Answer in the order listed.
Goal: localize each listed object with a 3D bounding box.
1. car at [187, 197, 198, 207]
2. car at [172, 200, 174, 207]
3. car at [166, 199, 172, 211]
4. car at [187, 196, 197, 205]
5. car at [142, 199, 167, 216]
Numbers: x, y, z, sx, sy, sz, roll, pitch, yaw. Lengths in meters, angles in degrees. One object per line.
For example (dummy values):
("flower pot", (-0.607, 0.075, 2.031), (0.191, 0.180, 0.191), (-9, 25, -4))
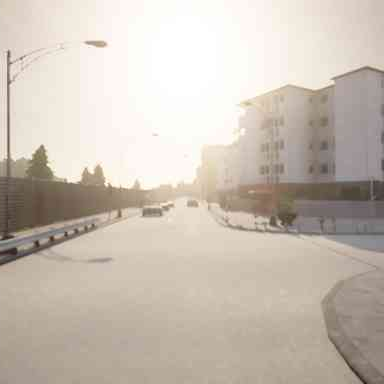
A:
("car", (0.099, 1.981, 61.554), (1.994, 1.385, 4.181), (0, 0, 0))
("car", (-4.052, 1.942, 58.142), (2.033, 1.411, 5.357), (0, 0, 0))
("car", (-4.097, 1.835, 45.599), (1.812, 1.442, 4.674), (0, 0, 0))
("car", (-0.004, 1.840, 71.495), (2.097, 1.767, 4.553), (0, 0, 0))
("car", (-4.096, 1.805, 35.512), (1.994, 1.385, 4.181), (0, 0, 0))
